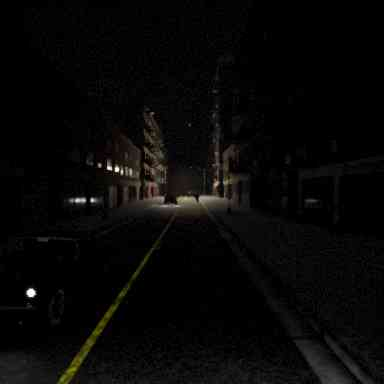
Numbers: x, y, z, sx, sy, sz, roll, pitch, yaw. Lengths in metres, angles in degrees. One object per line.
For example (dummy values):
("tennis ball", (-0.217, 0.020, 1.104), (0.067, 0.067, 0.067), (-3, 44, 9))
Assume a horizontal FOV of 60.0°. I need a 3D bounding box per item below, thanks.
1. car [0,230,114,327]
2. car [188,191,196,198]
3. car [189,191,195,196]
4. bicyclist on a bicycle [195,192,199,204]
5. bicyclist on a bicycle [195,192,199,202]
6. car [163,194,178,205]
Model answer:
("car", (-3.099, 1.557, 7.050), (1.895, 1.301, 4.718), (0, 0, 0))
("car", (0.015, 0.635, 80.365), (1.812, 1.442, 4.674), (0, 1, 0))
("car", (0.018, 0.441, 94.535), (1.882, 1.535, 5.008), (0, 1, 0))
("bicyclist on a bicycle", (0.836, 1.049, 50.598), (0.582, 1.620, 1.656), (0, 0, 0))
("bicyclist on a bicycle", (0.836, 0.873, 59.315), (0.659, 1.776, 1.843), (0, 1, 0))
("car", (-3.072, 1.123, 48.388), (1.837, 1.490, 4.892), (0, 1, 0))
